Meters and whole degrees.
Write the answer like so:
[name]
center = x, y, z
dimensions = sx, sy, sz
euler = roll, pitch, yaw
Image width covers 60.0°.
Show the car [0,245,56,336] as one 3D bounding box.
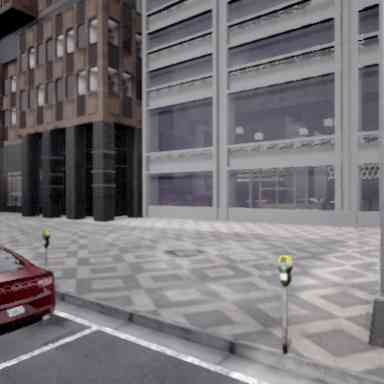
[car]
center = -4.339, 1.592, 6.071
dimensions = 4.507, 1.381, 1.887
euler = 0, 0, 35
